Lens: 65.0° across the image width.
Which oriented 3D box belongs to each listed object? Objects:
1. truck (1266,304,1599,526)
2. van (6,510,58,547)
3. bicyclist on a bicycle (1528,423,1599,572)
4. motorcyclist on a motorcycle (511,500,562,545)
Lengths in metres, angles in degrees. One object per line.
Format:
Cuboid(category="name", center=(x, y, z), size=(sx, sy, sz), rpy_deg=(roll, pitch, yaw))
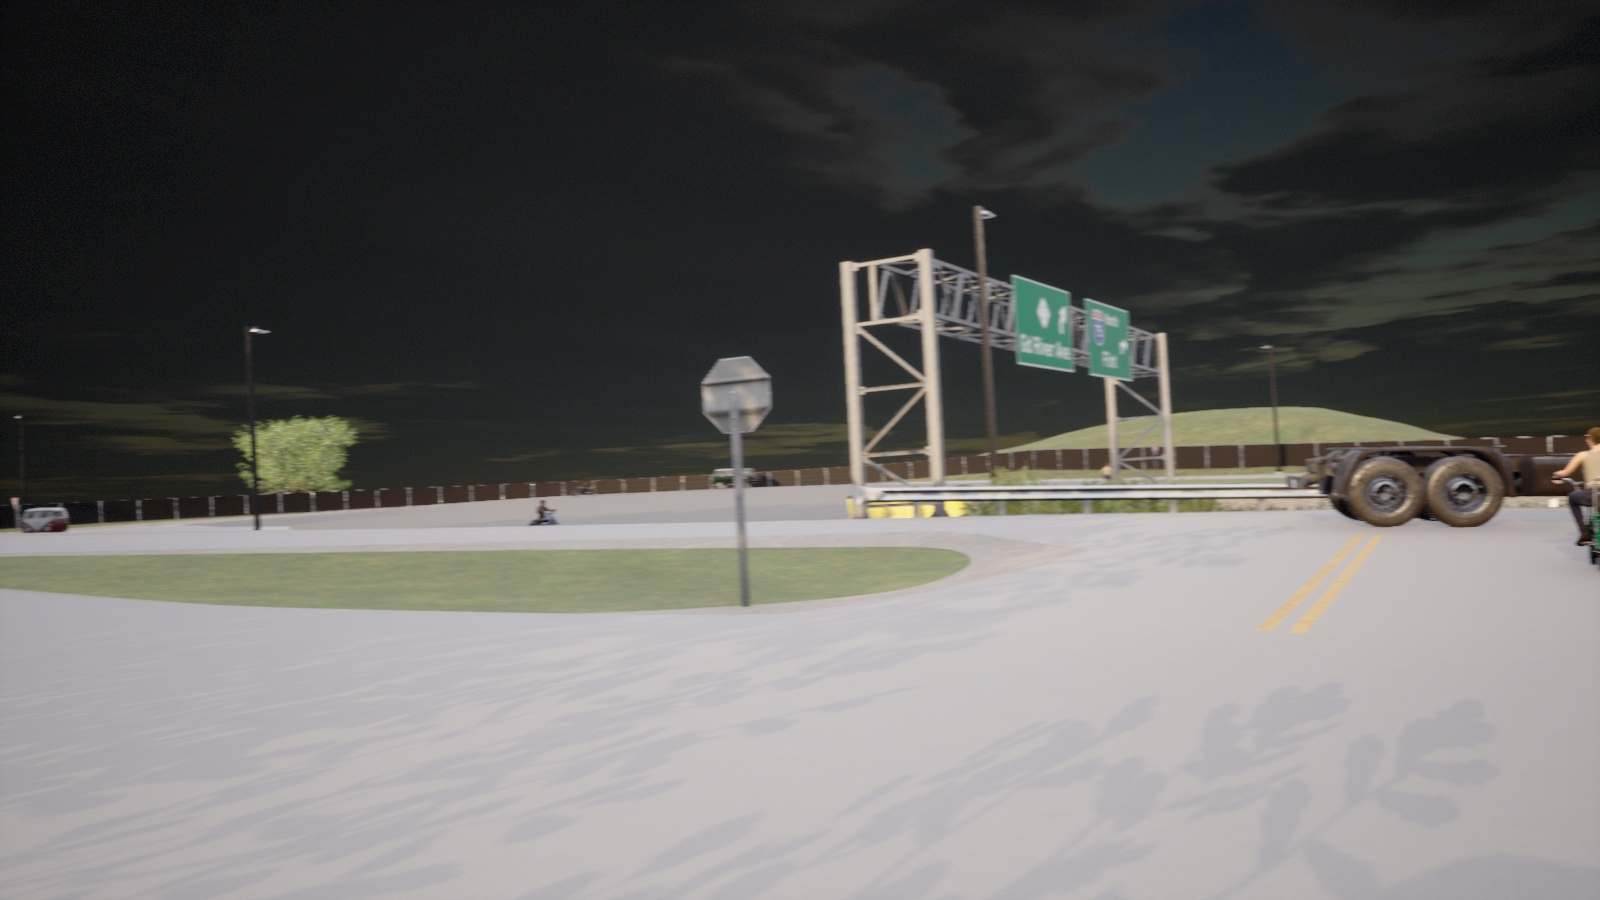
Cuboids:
Cuboid(category="truck", center=(12.286, -0.541, 21.249), size=(7.936, 3.462, 2.891), rpy_deg=(-1, 0, 15))
Cuboid(category="van", center=(-45.934, 4.691, 75.170), size=(1.775, 1.987, 4.442), rpy_deg=(-3, -1, -20))
Cuboid(category="bicyclist on a bicycle", center=(8.868, 0.505, 14.315), size=(0.866, 1.612, 1.509), rpy_deg=(-1, 0, 26))
Cuboid(category="motorcyclist on a motorcycle", center=(-10.043, 2.747, 47.815), size=(0.766, 1.649, 2.350), rpy_deg=(-2, -1, -41))
